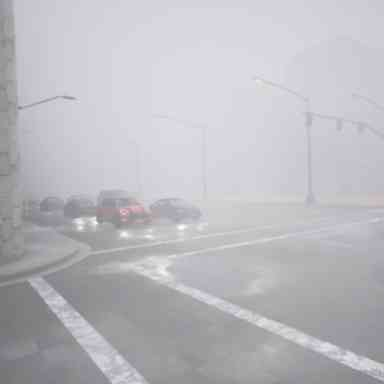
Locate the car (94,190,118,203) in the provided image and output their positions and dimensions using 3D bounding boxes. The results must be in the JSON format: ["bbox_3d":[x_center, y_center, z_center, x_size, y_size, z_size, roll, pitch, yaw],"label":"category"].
[{"bbox_3d":[-13.493,0.677,52.272,2.097,1.767,4.553,-3,2,-35],"label":"car"}]

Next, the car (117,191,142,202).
[{"bbox_3d":[-10.107,0.679,53.555,2.128,1.511,4.902,-3,2,-35],"label":"car"}]

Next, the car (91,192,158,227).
[{"bbox_3d":[-4.350,1.098,20.892,2.097,1.767,4.553,-3,2,-35],"label":"car"}]

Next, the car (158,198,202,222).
[{"bbox_3d":[-1.272,1.134,22.605,1.812,1.442,4.674,-3,2,-35],"label":"car"}]

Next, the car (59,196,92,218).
[{"bbox_3d":[-9.335,1.310,27.934,1.994,1.385,4.181,-3,2,-35],"label":"car"}]

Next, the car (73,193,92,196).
[{"bbox_3d":[-13.463,1.085,39.819,1.882,1.535,5.008,-3,2,-35],"label":"car"}]

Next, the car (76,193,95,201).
[{"bbox_3d":[-19.347,0.925,60.543,1.895,1.301,4.718,-3,2,-35],"label":"car"}]

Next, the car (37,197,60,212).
[{"bbox_3d":[-15.186,1.271,36.202,1.812,1.442,4.674,-3,2,-35],"label":"car"}]

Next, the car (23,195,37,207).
[{"bbox_3d":[-23.209,1.220,47.632,1.882,1.535,5.008,-3,1,-35],"label":"car"}]

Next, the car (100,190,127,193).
[{"bbox_3d":[-6.888,0.830,30.511,2.150,2.045,5.566,-3,2,-35],"label":"car"}]
